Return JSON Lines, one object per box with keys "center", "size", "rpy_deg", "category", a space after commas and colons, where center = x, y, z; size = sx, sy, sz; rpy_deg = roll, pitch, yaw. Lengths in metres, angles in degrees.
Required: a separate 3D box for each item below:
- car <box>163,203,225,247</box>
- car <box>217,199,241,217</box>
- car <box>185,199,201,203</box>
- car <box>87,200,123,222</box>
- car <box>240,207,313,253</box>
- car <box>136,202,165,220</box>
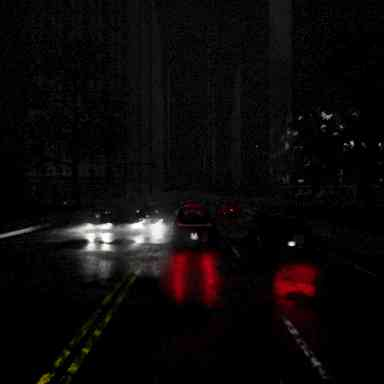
{"center": [0.091, 1.449, 14.842], "size": [2.128, 1.511, 4.902], "rpy_deg": [0, 0, 0], "category": "car"}
{"center": [3.341, 1.381, 30.578], "size": [1.882, 1.535, 5.008], "rpy_deg": [0, 0, 0], "category": "car"}
{"center": [0.092, 1.381, 30.625], "size": [1.882, 1.535, 5.008], "rpy_deg": [0, 0, 0], "category": "car"}
{"center": [-6.594, 1.412, 25.673], "size": [2.128, 1.511, 4.902], "rpy_deg": [0, 0, 0], "category": "car"}
{"center": [3.339, 1.466, 13.525], "size": [1.837, 1.490, 4.892], "rpy_deg": [0, 0, 0], "category": "car"}
{"center": [-3.343, 1.516, 27.131], "size": [1.895, 1.301, 4.718], "rpy_deg": [0, 0, 0], "category": "car"}
